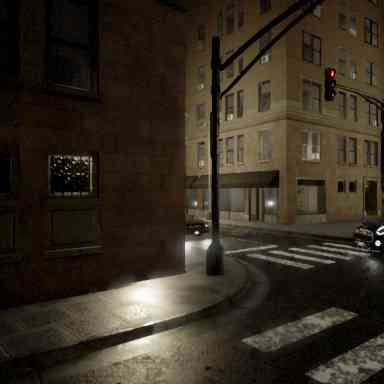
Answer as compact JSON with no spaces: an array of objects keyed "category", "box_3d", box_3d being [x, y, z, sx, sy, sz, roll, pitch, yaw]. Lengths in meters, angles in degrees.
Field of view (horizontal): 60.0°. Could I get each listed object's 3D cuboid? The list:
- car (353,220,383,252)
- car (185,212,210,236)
[{"category":"car","box_3d":[8.513,1.347,12.341,4.553,1.767,2.097,0,-1,0]},{"category":"car","box_3d":[-1.318,1.515,17.734,2.033,1.411,5.357,0,0,-36]}]
